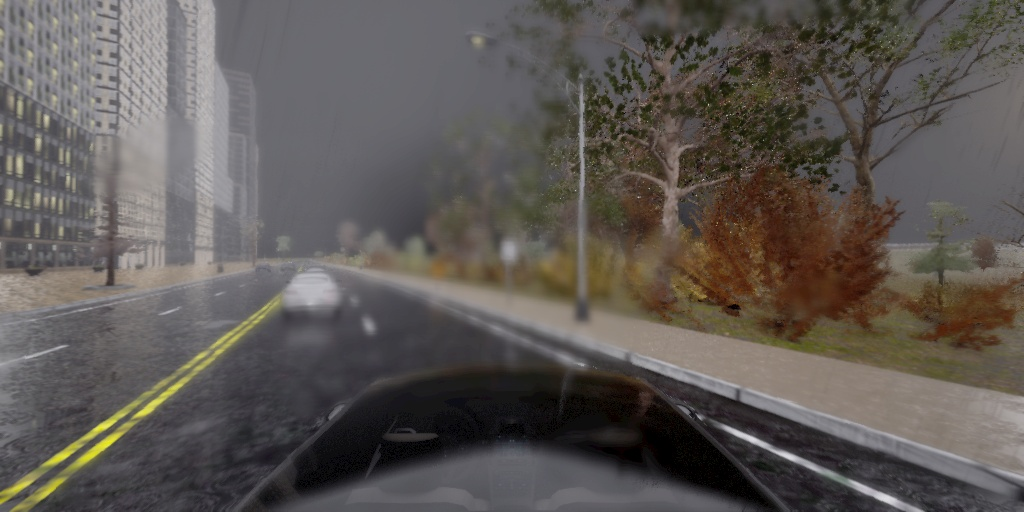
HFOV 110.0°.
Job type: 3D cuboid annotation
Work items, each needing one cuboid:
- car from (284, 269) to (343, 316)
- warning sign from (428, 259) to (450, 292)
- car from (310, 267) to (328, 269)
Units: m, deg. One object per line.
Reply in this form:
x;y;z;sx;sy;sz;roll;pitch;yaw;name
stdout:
-7.853;1.417;14.304;1.812;1.442;4.674;0;0;-27;car
-4.182;1.078;20.484;1.300;1.860;1.060;0;0;-27;warning sign
-14.881;1.564;27.622;1.812;1.442;4.674;0;0;-28;car
